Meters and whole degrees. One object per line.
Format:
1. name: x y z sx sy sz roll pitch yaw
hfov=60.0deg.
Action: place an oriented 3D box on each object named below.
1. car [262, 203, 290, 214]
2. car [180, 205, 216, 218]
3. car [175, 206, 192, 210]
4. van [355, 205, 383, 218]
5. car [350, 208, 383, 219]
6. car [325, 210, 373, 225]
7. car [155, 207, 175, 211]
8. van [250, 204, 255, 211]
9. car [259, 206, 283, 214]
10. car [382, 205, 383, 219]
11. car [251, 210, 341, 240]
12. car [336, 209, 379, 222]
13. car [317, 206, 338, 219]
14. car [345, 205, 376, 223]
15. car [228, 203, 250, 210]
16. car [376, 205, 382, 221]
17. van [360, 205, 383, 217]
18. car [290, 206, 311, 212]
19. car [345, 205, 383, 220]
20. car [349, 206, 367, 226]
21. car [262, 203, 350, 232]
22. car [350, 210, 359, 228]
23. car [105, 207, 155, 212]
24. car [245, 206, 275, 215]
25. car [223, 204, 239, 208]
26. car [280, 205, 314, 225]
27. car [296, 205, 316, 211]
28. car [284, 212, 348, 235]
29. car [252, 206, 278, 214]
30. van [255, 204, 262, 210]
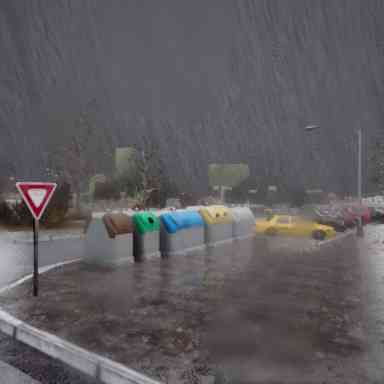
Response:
1. car: 17.778 3.453 70.420 5.566 2.045 2.435 0 -2 15
2. car: 0.850 2.676 45.957 4.553 1.767 2.185 0 -2 15
3. car: -3.167 2.593 40.413 5.366 1.575 1.946 0 -2 15
4. van: 30.530 3.353 56.994 4.442 1.987 1.878 1 -1 15
5. car: 28.928 3.491 54.491 5.008 1.535 2.097 1 -1 15
6. car: 18.630 2.976 39.682 4.792 1.488 2.163 1 -1 15
7. car: -4.915 2.494 37.581 4.892 1.521 2.231 0 -2 15
8. van: 7.770 2.937 55.705 4.442 1.987 1.878 0 -2 15
9. car: 16.144 3.644 67.956 4.792 1.488 2.163 0 -2 15
10. car: 23.829 2.969 47.089 5.566 2.045 2.435 1 -1 15
11. car: 6.772 2.286 22.332 5.366 1.575 1.946 2 -2 15
12. car: 22.053 3.157 44.622 4.792 1.488 2.163 1 -1 15
13. car: 20.875 3.157 51.225 2.097 1.767 4.553 0 -2 35
14. car: 16.923 2.605 37.215 5.566 2.045 2.435 1 -1 15
15. car: 5.935 2.821 53.292 5.566 2.045 2.435 0 -2 15
16. car: 20.350 2.786 42.154 5.566 2.045 2.435 1 -1 15
17. van: 33.951 3.534 61.950 4.442 1.987 1.878 1 -1 14
18. car: 27.696 4.275 85.177 4.792 1.488 2.163 0 -2 13
19. car: 27.250 3.150 52.026 5.566 2.045 2.435 1 -1 15
20. car: 15.202 2.640 34.759 4.553 1.767 2.185 1 -1 15
21. car: 8.358 2.140 24.860 5.566 2.045 2.435 1 -1 15
22. car: 11.785 2.584 29.803 5.008 1.535 2.097 1 -1 15
23. car: -6.860 2.390 34.801 4.892 1.521 2.231 0 -2 15
24. car: 12.913 3.430 63.022 5.366 1.575 1.946 0 -2 15
25. car: 4.267 3.022 50.835 4.674 1.452 2.002 0 -2 15
26. car: 12.362 2.594 38.944 2.150 2.045 5.566 0 -2 35
27. car: 30.937 4.426 90.152 5.008 1.535 2.097 0 -2 13
28. car: 10.049 2.530 27.326 4.674 1.452 2.002 1 -1 15
29. car: 14.394 3.553 65.517 4.792 1.488 2.163 0 -2 15
30. van: 9.462 3.027 58.153 4.442 1.987 1.878 0 -2 15
